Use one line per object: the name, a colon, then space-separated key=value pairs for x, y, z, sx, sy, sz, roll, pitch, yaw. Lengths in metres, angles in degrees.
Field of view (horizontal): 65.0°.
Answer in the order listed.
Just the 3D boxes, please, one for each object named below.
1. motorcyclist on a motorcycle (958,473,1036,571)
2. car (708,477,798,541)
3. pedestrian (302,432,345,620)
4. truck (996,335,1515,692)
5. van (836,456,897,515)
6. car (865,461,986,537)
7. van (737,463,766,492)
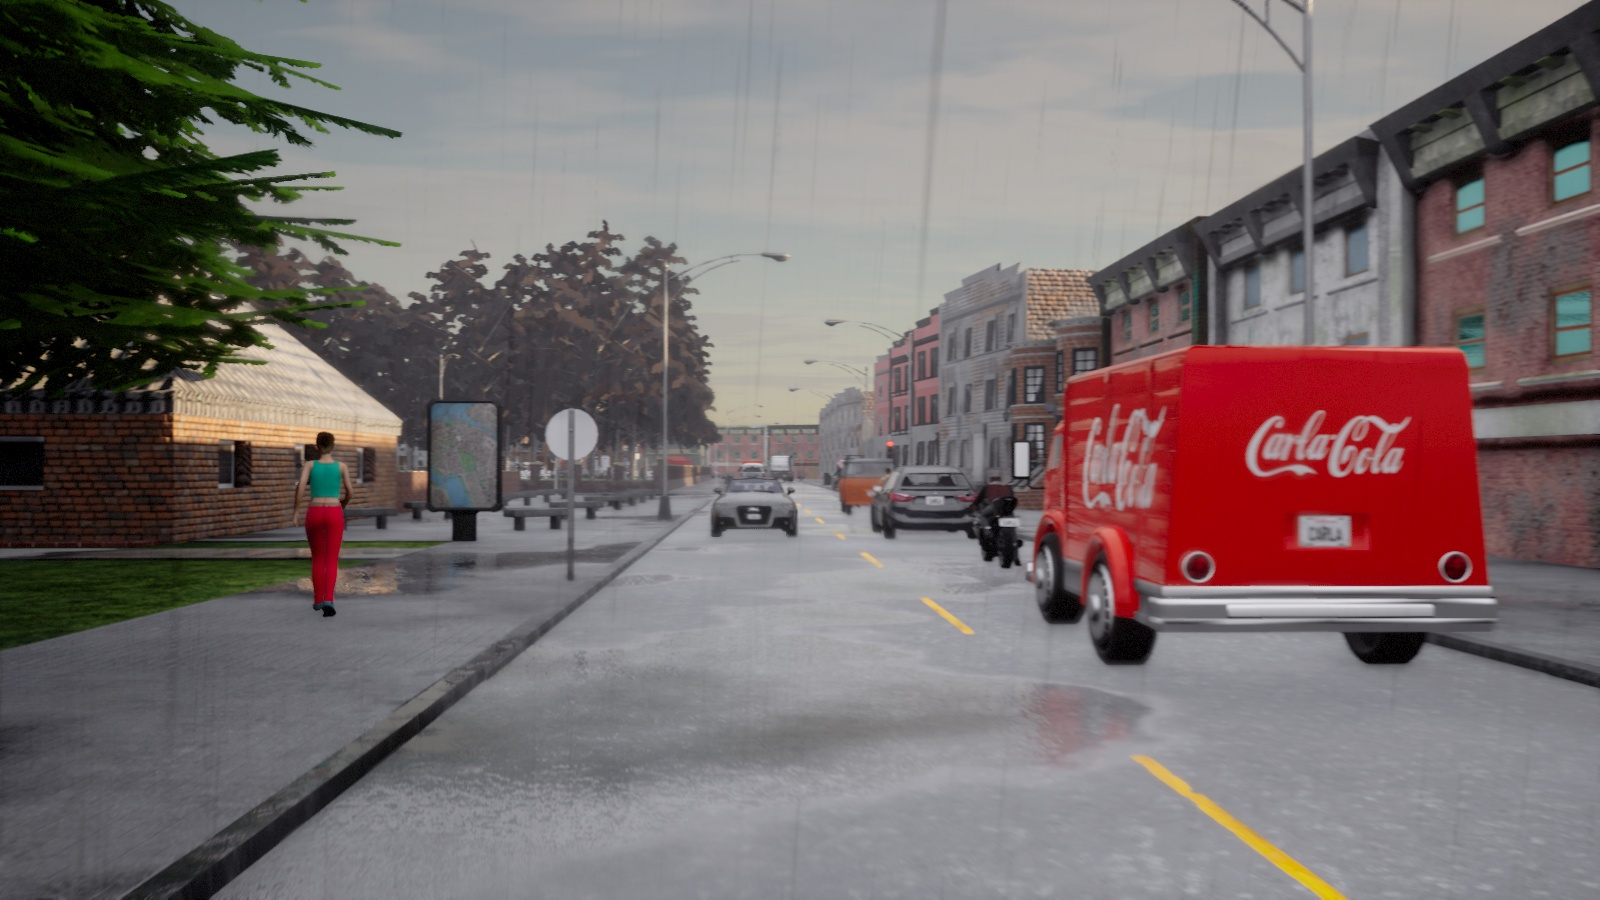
motorcyclist on a motorcycle: x=3.232 y=1.152 z=20.828 sx=0.866 sy=1.530 sz=2.191 roll=0 pitch=-1 yaw=-2
car: x=-1.118 y=1.349 z=30.007 sx=1.994 sy=1.385 sz=4.181 roll=0 pitch=-1 yaw=-2
pedestrian: x=-4.786 y=0.746 z=12.627 sx=0.345 sy=1.836 sz=0.594 roll=0 pitch=-1 yaw=-15
truck: x=3.586 y=0.479 z=11.357 sx=2.627 sy=2.467 sz=5.204 roll=0 pitch=-1 yaw=-2
van: x=2.321 y=1.247 z=44.766 sx=1.775 sy=1.987 sz=4.442 roll=0 pitch=-1 yaw=-2
car: x=2.886 y=1.106 z=29.922 sx=2.242 sy=1.667 sz=4.611 roll=0 pitch=-1 yaw=-2
van: x=-3.578 y=1.990 z=92.205 sx=2.069 sy=2.038 sz=4.480 roll=0 pitch=-1 yaw=-2
